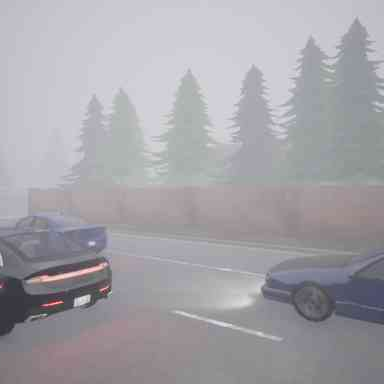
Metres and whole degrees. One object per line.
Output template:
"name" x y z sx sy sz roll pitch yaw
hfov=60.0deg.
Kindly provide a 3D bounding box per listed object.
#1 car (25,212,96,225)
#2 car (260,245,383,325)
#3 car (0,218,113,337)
"car" -5.194 1.478 12.036 5.008 1.535 1.882 0 0 36
"car" 3.930 1.548 5.487 5.357 1.411 2.033 0 0 35
"car" -3.690 1.492 6.643 4.902 1.511 2.128 0 0 36
